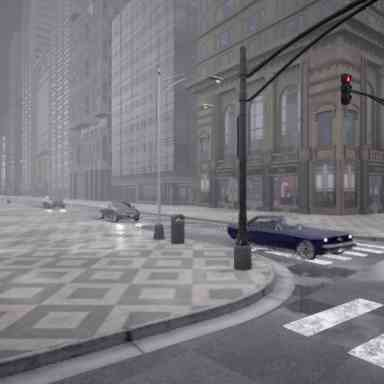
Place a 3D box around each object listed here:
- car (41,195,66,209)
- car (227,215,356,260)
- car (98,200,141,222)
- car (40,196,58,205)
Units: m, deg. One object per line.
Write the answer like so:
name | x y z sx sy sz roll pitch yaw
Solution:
car | -17.663 1.227 42.457 2.097 1.767 4.553 0 0 -35
car | 3.529 1.573 12.579 1.895 1.301 4.718 0 0 -35
car | -5.649 1.428 25.480 1.837 1.490 4.892 0 0 -35
car | -25.093 1.447 58.333 1.895 1.301 4.718 0 0 -36
